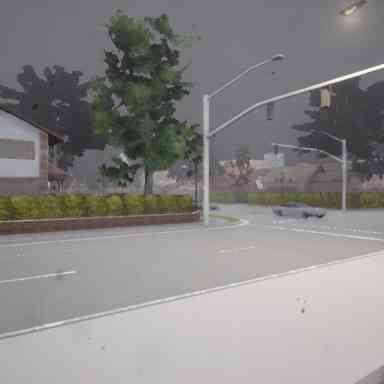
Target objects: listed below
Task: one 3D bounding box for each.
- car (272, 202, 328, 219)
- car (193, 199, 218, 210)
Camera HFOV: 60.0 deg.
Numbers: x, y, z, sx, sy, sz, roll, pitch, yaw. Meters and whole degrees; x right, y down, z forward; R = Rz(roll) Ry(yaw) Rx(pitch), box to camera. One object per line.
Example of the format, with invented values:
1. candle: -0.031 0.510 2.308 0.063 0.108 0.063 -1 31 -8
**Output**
1. car: 9.033 1.532 28.180 1.895 1.301 4.718 0 0 -29
2. car: 1.081 1.500 40.114 1.895 1.301 4.718 0 0 -36
